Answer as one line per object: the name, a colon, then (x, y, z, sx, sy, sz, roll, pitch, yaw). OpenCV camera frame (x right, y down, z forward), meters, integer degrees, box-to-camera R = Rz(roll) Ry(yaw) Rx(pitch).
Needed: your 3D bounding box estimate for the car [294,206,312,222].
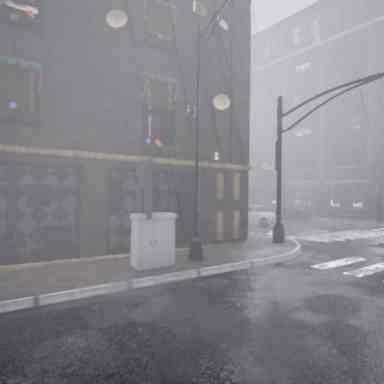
car: (8.097, 1.819, 28.229, 1.802, 1.307, 4.206, 1, -1, -35)

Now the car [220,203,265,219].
car: (4.922, 1.848, 32.748, 1.947, 1.339, 4.313, 1, -1, -35)

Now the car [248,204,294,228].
car: (4.469, 1.654, 23.349, 1.812, 1.442, 4.674, 1, -1, -36)

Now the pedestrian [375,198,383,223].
pedestrian: (14.012, 1.377, 24.958, 0.375, 1.860, 0.375, 1, 0, -35)
